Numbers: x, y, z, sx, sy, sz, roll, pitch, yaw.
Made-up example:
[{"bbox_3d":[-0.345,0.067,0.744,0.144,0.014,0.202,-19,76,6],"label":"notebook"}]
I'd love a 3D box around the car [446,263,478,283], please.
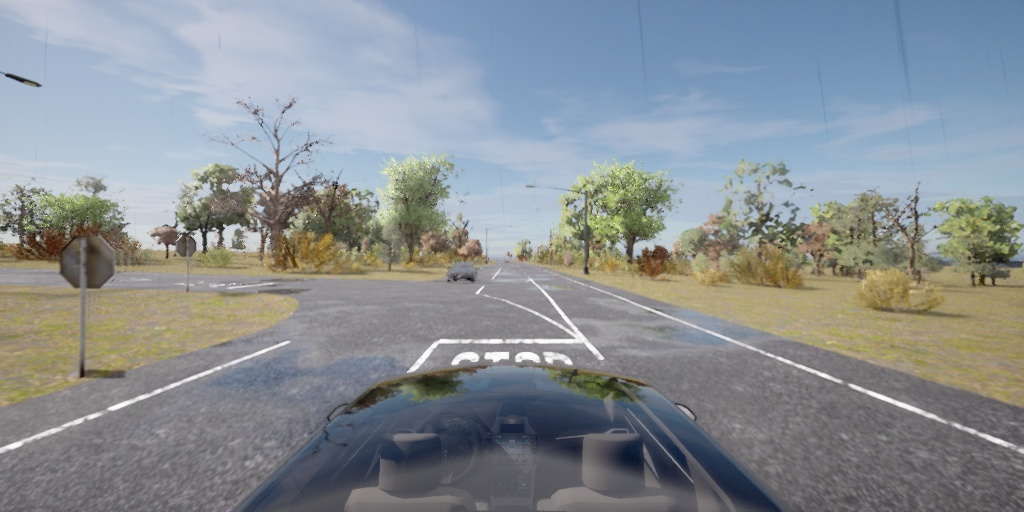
[{"bbox_3d":[-3.530,1.220,26.161,1.837,1.490,4.892,1,-2,0],"label":"car"}]
